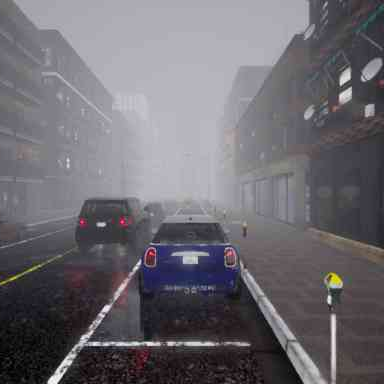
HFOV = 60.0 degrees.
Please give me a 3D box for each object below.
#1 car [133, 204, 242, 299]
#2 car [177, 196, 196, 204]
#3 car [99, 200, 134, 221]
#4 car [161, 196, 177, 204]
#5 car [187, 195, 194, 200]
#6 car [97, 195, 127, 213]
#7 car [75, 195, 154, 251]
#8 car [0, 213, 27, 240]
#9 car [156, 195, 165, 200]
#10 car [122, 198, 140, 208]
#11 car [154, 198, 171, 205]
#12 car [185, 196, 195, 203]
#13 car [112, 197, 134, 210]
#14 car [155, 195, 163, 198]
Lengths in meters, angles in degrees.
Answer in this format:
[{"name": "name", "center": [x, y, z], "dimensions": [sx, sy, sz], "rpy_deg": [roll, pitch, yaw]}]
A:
[{"name": "car", "center": [-0.032, 1.353, 8.619], "dimensions": [2.097, 1.767, 4.553], "rpy_deg": [0, 0, 0]}, {"name": "car", "center": [-0.454, 1.525, 37.323], "dimensions": [1.752, 1.417, 4.829], "rpy_deg": [0, 0, 0]}, {"name": "car", "center": [-6.243, 1.505, 28.082], "dimensions": [1.837, 1.490, 4.892], "rpy_deg": [0, 0, 0]}, {"name": "car", "center": [-3.048, 1.599, 48.311], "dimensions": [1.895, 1.301, 4.718], "rpy_deg": [0, 0, 0]}, {"name": "car", "center": [-0.452, 1.513, 93.685], "dimensions": [1.752, 1.417, 4.829], "rpy_deg": [0, 0, 0]}, {"name": "car", "center": [-8.833, 1.314, 37.157], "dimensions": [2.192, 1.841, 5.009], "rpy_deg": [0, 0, 0]}, {"name": "car", "center": [-3.146, 1.223, 14.212], "dimensions": [2.150, 2.045, 5.566], "rpy_deg": [0, 0, 0]}, {"name": "car", "center": [-8.835, 1.583, 14.612], "dimensions": [1.802, 1.307, 4.206], "rpy_deg": [0, 0, 0]}, {"name": "car", "center": [-8.834, 1.539, 93.519], "dimensions": [2.008, 1.369, 4.403], "rpy_deg": [0, 0, 0]}, {"name": "car", "center": [-8.834, 1.543, 48.430], "dimensions": [1.887, 1.381, 4.507], "rpy_deg": [0, 0, 0]}, {"name": "car", "center": [-3.063, 1.526, 27.648], "dimensions": [1.812, 1.442, 4.674], "rpy_deg": [0, 0, 0]}, {"name": "car", "center": [-0.453, 1.545, 70.970], "dimensions": [2.008, 1.369, 4.403], "rpy_deg": [0, 0, 0]}, {"name": "car", "center": [-8.834, 1.439, 42.793], "dimensions": [1.967, 1.590, 4.097], "rpy_deg": [0, 0, 0]}, {"name": "car", "center": [-8.834, 1.541, 87.882], "dimensions": [2.008, 1.369, 4.403], "rpy_deg": [0, 0, 0]}]
